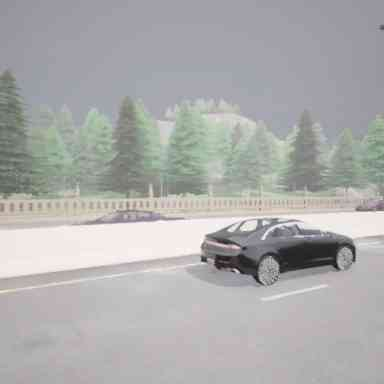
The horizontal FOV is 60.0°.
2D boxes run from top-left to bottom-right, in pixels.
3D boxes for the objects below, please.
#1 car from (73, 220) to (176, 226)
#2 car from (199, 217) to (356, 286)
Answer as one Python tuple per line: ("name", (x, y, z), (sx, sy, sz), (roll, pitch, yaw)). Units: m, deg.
("car", (-2.796, 1.490, 14.513), (5.357, 1.411, 2.033), (0, 0, -32))
("car", (2.533, 1.467, 9.269), (4.902, 1.511, 2.128), (0, 0, -31))
